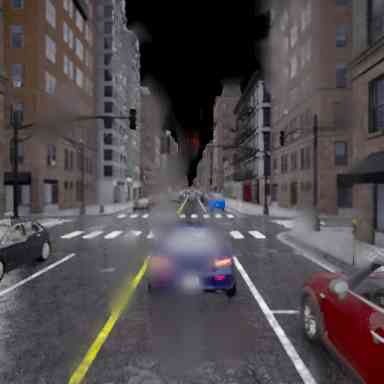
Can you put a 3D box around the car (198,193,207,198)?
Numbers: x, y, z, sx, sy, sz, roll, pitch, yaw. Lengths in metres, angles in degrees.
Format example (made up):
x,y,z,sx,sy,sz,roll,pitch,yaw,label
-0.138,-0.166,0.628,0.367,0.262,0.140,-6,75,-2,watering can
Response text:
x,y,z,sx,sy,sz,roll,pitch,yaw,label
2.737,0.931,87.362,2.008,1.369,4.403,0,0,0,car

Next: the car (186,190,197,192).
x,y,z,sx,sy,sz,roll,pitch,yaw,label
0.087,0.945,76.365,2.033,1.411,5.357,0,0,0,car

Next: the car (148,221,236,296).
x,y,z,sx,sy,sz,roll,pitch,yaw,label
0.013,1.468,8.383,1.812,1.442,4.674,0,0,0,car

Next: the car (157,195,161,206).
x,y,z,sx,sy,sz,roll,pitch,yaw,label
-5.341,1.258,41.914,1.887,1.381,4.507,0,0,0,car

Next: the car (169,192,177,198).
x,y,z,sx,sy,sz,roll,pitch,yaw,label
-5.281,0.778,93.049,1.967,1.590,4.097,0,0,0,car

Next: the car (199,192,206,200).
x,y,z,sx,sy,sz,roll,pitch,yaw,label
2.705,1.175,58.957,1.802,1.307,4.206,0,0,0,car

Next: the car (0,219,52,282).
x,y,z,sx,sy,sz,roll,pitch,yaw,label
-5.378,1.488,9.152,2.008,1.369,4.403,0,0,0,car

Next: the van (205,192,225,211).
x,y,z,sx,sy,sz,roll,pitch,yaw,label
2.678,1.093,36.231,1.690,1.788,3.998,0,0,0,van

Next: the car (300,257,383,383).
x,y,z,sx,sy,sz,roll,pitch,yaw,label
2.640,1.414,3.632,1.967,1.590,4.097,0,0,0,car

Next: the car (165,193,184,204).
x,y,z,sx,sy,sz,roll,pitch,yaw,label
-2.769,1.202,52.900,1.994,1.385,4.181,0,0,0,car

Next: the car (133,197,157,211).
x,y,z,sx,sy,sz,roll,pitch,yaw,label
-5.347,1.303,36.233,2.008,1.369,4.403,0,0,0,car

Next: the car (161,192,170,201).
x,y,z,sx,sy,sz,roll,pitch,yaw,label
-5.321,1.120,58.790,1.752,1.417,4.829,0,0,0,car

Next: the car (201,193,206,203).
x,y,z,sx,sy,sz,roll,pitch,yaw,label
2.691,1.256,47.595,1.802,1.307,4.206,0,0,0,car

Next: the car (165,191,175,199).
x,y,z,sx,sy,sz,roll,pitch,yaw,label
-5.294,0.738,81.685,2.192,1.841,5.009,0,0,0,car

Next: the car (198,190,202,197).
x,y,z,sx,sy,sz,roll,pitch,yaw,label
2.711,0.866,64.637,2.192,1.841,5.009,0,0,0,car

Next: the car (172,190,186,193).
x,y,z,sx,sy,sz,roll,pitch,yaw,label
-2.671,0.897,68.963,1.837,1.490,4.892,0,0,0,car

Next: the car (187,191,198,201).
x,y,z,sx,sy,sz,roll,pitch,yaw,label
0.116,1.096,64.979,2.033,1.411,5.357,0,0,1,car
